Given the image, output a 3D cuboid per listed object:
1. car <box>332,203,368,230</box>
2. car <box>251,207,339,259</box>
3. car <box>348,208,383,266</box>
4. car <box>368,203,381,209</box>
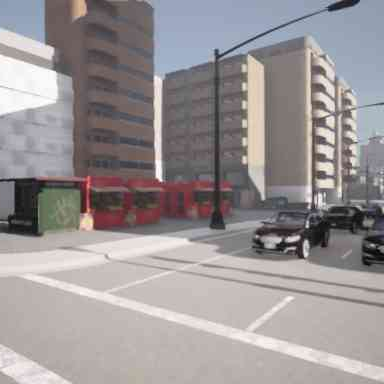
[{"bbox_3d":[9.342,1.566,20.605,1.882,1.535,5.008,0,-1,35],"label":"car"},{"bbox_3d":[3.949,1.515,12.929,2.128,1.511,4.902,0,0,35],"label":"car"},{"bbox_3d":[6.857,1.514,10.979,2.128,1.511,4.902,0,0,35],"label":"car"},{"bbox_3d":[16.106,1.745,30.222,2.033,1.411,5.357,0,0,35],"label":"car"}]
